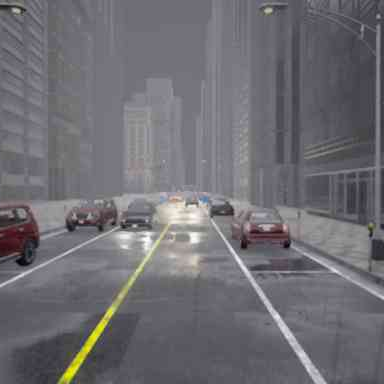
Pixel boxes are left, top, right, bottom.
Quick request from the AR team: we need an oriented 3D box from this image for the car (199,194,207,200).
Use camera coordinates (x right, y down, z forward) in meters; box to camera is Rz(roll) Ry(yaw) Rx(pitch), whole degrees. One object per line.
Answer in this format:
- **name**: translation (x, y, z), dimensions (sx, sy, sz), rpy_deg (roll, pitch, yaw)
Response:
- **car**: translation (2.768, 1.202, 81.891), dimensions (1.802, 1.307, 4.206), rpy_deg (0, 0, 0)

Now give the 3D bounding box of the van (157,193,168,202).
- **van**: translation (-5.760, 1.040, 64.964), dimensions (1.690, 1.788, 3.998), rpy_deg (0, 0, 0)

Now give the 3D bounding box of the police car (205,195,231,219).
- **police car**: translation (2.369, 1.294, 27.979), dimensions (1.930, 1.638, 5.238), rpy_deg (0, 0, 0)

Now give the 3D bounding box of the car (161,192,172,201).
- **car**: translation (-5.759, 0.962, 76.246), dimensions (2.192, 1.841, 5.009), rpy_deg (0, 0, 0)

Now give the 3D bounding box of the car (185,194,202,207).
- **car**: translation (0.016, 1.330, 46.956), dimensions (2.033, 1.411, 5.357), rpy_deg (0, 0, 0)

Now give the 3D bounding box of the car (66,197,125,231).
- **car**: translation (-5.765, 1.222, 19.838), dimensions (2.192, 1.841, 5.009), rpy_deg (0, 0, 0)

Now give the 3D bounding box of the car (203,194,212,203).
- **car**: translation (2.764, 1.348, 42.406), dimensions (1.887, 1.381, 4.507), rpy_deg (0, 0, 0)

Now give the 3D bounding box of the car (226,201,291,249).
- **car**: translation (2.761, 1.373, 14.203), dimensions (1.967, 1.590, 4.097), rpy_deg (0, 0, 0)

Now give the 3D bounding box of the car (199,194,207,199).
- **car**: translation (2.768, 1.160, 87.531), dimensions (1.947, 1.339, 4.313), rpy_deg (0, 0, 0)

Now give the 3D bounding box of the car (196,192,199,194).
- **car**: translation (0.007, 1.207, 66.271), dimensions (1.837, 1.490, 4.892), rpy_deg (0, 0, 0)

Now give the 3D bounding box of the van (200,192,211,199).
- **van**: translation (2.765, 1.066, 59.327), dimensions (1.690, 1.788, 3.998), rpy_deg (0, 0, 0)

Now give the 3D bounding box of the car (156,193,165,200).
- **car**: translation (-5.760, 1.277, 53.514), dimensions (1.752, 1.417, 4.829), rpy_deg (0, 0, 0)

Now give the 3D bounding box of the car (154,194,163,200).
- **car**: translation (-5.761, 1.328, 48.043), dimensions (2.008, 1.369, 4.403), rpy_deg (0, 0, 0)

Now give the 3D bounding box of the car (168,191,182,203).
- **car**: translation (-3.029, 1.067, 61.702), dimensions (2.097, 1.767, 4.553), rpy_deg (0, 0, 1)

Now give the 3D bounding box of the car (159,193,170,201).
- **car**: translation (-5.759, 1.113, 70.605), dimensions (1.967, 1.590, 4.097), rpy_deg (0, 0, 0)

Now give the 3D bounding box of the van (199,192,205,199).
- **van**: translation (2.768, 0.909, 93.171), dimensions (1.690, 1.788, 3.998), rpy_deg (0, 0, 0)

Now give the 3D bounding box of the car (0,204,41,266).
- **car**: translation (-5.766, 1.274, 8.557), dimensions (2.192, 1.841, 5.009), rpy_deg (0, 0, 0)

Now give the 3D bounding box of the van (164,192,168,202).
- **van**: translation (-5.761, 1.066, 59.323), dimensions (1.690, 1.788, 3.998), rpy_deg (0, 0, 0)

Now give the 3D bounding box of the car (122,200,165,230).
- **car**: translation (-3.099, 1.450, 20.717), dimensions (2.033, 1.411, 5.357), rpy_deg (0, 0, 0)

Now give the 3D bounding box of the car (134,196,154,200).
- **car**: translation (-5.762, 1.395, 36.762), dimensions (1.947, 1.339, 4.313), rpy_deg (0, 0, 0)
